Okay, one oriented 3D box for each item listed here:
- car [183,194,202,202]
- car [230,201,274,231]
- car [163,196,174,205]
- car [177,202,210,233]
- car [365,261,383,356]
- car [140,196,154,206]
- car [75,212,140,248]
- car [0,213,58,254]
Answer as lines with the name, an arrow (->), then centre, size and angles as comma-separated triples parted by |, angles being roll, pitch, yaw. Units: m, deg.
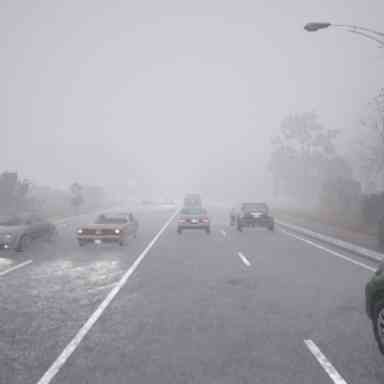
car -> 0.059, 1.229, 42.029 | 2.150, 2.045, 5.566 | 0, 0, 0
car -> 3.598, 1.355, 20.686 | 2.097, 1.767, 4.553 | 0, 0, 0
car -> -4.104, 1.500, 58.475 | 2.128, 1.511, 4.902 | 0, 0, -3
car -> 0.100, 1.551, 19.686 | 2.033, 1.411, 5.357 | 0, 0, 0
car -> 3.599, 1.222, 2.496 | 2.150, 2.045, 5.566 | 0, 0, 0
car -> -7.453, 1.485, 55.521 | 1.882, 1.535, 5.008 | 0, 0, -2
car -> -3.601, 1.603, 14.989 | 1.895, 1.301, 4.718 | 0, 0, 0
car -> -7.100, 1.566, 13.436 | 1.994, 1.385, 4.181 | 0, 0, 0
